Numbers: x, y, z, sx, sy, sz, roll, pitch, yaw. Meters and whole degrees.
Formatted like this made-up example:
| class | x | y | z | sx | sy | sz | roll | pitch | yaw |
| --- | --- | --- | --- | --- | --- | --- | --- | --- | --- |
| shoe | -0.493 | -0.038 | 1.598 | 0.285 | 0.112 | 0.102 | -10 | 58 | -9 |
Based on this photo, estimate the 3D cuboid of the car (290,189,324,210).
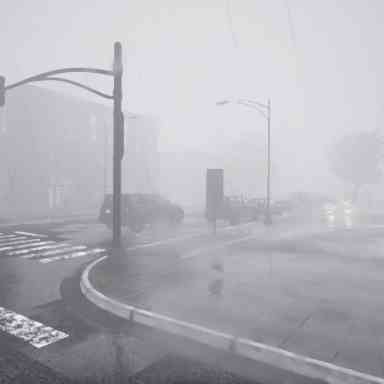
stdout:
| class | x | y | z | sx | sy | sz | roll | pitch | yaw |
| --- | --- | --- | --- | --- | --- | --- | --- | --- | --- |
| car | 12.187 | 0.892 | 35.840 | 2.192 | 1.841 | 5.009 | 1 | 2 | 35 |

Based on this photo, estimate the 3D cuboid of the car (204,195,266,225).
| class | x | y | z | sx | sy | sz | roll | pitch | yaw |
| --- | --- | --- | --- | --- | --- | --- | --- | --- | --- |
| car | 2.719 | 1.093 | 22.169 | 2.192 | 1.841 | 5.009 | 1 | 2 | 35 |

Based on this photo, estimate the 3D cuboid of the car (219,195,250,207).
| class | x | y | z | sx | sy | sz | roll | pitch | yaw |
| --- | --- | --- | --- | --- | --- | --- | --- | --- | --- |
| car | 5.287 | 1.069 | 40.606 | 1.947 | 1.339 | 4.313 | 1 | 2 | 35 |

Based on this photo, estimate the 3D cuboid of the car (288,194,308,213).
| class | x | y | z | sx | sy | sz | roll | pitch | yaw |
| --- | --- | --- | --- | --- | --- | --- | --- | --- | --- |
| car | 9.029 | 1.195 | 31.289 | 2.008 | 1.369 | 4.403 | 1 | 2 | 35 |

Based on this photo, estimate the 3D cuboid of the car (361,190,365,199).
| class | x | y | z | sx | sy | sz | roll | pitch | yaw |
| --- | --- | --- | --- | --- | --- | --- | --- | --- | --- |
| car | 31.117 | 0.750 | 63.186 | 1.802 | 1.307 | 4.206 | 1 | 2 | 35 |

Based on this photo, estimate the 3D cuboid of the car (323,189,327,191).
| class | x | y | z | sx | sy | sz | roll | pitch | yaw |
| --- | --- | --- | --- | --- | --- | --- | --- | --- | --- |
| car | 27.378 | 0.464 | 72.500 | 1.967 | 1.590 | 4.097 | 1 | 2 | 35 |

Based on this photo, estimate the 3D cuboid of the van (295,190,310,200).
| class | x | y | z | sx | sy | sz | roll | pitch | yaw |
| --- | --- | --- | --- | --- | --- | --- | --- | --- | --- |
| van | 21.067 | 0.504 | 63.384 | 1.690 | 1.788 | 3.998 | 1 | 2 | 35 |

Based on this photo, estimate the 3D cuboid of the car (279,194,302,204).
| class | x | y | z | sx | sy | sz | roll | pitch | yaw |
| --- | --- | --- | --- | --- | --- | --- | --- | --- | --- |
| car | 14.818 | 0.970 | 49.660 | 1.895 | 1.301 | 4.718 | 1 | 1 | 35 |

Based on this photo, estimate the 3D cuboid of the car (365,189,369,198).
| class | x | y | z | sx | sy | sz | roll | pitch | yaw |
| --- | --- | --- | --- | --- | --- | --- | --- | --- | --- |
| car | 34.370 | 0.622 | 67.881 | 1.752 | 1.417 | 4.829 | 1 | 2 | 35 |

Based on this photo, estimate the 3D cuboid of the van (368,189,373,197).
| class | x | y | z | sx | sy | sz | roll | pitch | yaw |
| --- | --- | --- | --- | --- | --- | --- | --- | --- | --- |
| van | 40.587 | 0.301 | 76.852 | 1.690 | 1.788 | 3.998 | 1 | 2 | 35 |

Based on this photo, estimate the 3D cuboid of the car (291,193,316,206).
| class | x | y | z | sx | sy | sz | roll | pitch | yaw |
| --- | --- | --- | --- | --- | --- | --- | --- | --- | --- |
| car | 15.040 | 0.924 | 44.613 | 1.882 | 1.535 | 5.008 | 1 | 1 | 35 |

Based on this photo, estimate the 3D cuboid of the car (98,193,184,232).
| class | x | y | z | sx | sy | sz | roll | pitch | yaw |
| --- | --- | --- | --- | --- | --- | --- | --- | --- | --- |
| car | -2.721 | 1.044 | 19.056 | 2.150 | 2.045 | 5.566 | 1 | 1 | 35 |

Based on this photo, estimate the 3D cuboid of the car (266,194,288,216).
| class | x | y | z | sx | sy | sz | roll | pitch | yaw |
| --- | --- | --- | --- | --- | --- | --- | --- | --- | --- |
| car | 5.874 | 1.151 | 26.729 | 1.967 | 1.590 | 4.097 | 1 | 2 | 35 |

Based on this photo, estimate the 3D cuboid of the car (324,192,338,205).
| class | x | y | z | sx | sy | sz | roll | pitch | yaw |
| --- | --- | --- | --- | --- | --- | --- | --- | --- | --- |
| car | 18.495 | 1.008 | 44.959 | 1.947 | 1.339 | 4.313 | 1 | 2 | 35 |

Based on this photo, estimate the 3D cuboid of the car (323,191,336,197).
| class | x | y | z | sx | sy | sz | roll | pitch | yaw |
| --- | --- | --- | --- | --- | --- | --- | --- | --- | --- |
| car | 33.687 | 0.436 | 81.616 | 2.008 | 1.369 | 4.403 | 2 | 2 | 35 |

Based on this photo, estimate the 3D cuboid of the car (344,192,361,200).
| class | x | y | z | sx | sy | sz | roll | pitch | yaw |
| --- | --- | --- | --- | --- | --- | --- | --- | --- | --- |
| car | 27.962 | 0.788 | 58.628 | 2.008 | 1.369 | 4.403 | 1 | 2 | 35 |

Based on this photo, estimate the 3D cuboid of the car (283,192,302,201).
| class | x | y | z | sx | sy | sz | roll | pitch | yaw |
| --- | --- | --- | --- | --- | --- | --- | --- | --- | --- |
| car | 17.813 | 0.759 | 58.692 | 1.752 | 1.417 | 4.829 | 1 | 2 | 35 |
